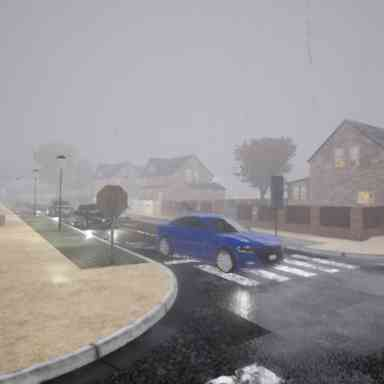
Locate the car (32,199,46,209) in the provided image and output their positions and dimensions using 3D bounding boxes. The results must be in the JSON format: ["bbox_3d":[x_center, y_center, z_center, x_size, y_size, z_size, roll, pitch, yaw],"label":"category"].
[{"bbox_3d":[-20.511,1.569,45.305,1.895,1.301,4.718,2,-1,-31],"label":"car"}]

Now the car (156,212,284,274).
[{"bbox_3d":[0.676,1.468,10.885,1.882,1.535,5.008,2,-1,-36],"label":"car"}]

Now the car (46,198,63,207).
[{"bbox_3d":[-22.000,1.657,53.240,1.812,1.442,4.674,2,-1,-31],"label":"car"}]

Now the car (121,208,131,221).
[{"bbox_3d":[-6.602,1.619,27.871,1.812,1.442,4.674,2,-1,-31],"label":"car"}]

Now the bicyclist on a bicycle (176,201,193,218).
[{"bbox_3d":[-0.439,1.451,23.371,1.656,1.620,0.582,1,-1,-31],"label":"bicyclist on a bicycle"}]

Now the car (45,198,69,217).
[{"bbox_3d":[-12.526,1.560,31.990,1.812,1.442,4.674,2,-1,-31],"label":"car"}]

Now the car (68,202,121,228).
[{"bbox_3d":[-6.613,1.518,22.243,1.837,1.490,4.892,2,-2,-31],"label":"car"}]
